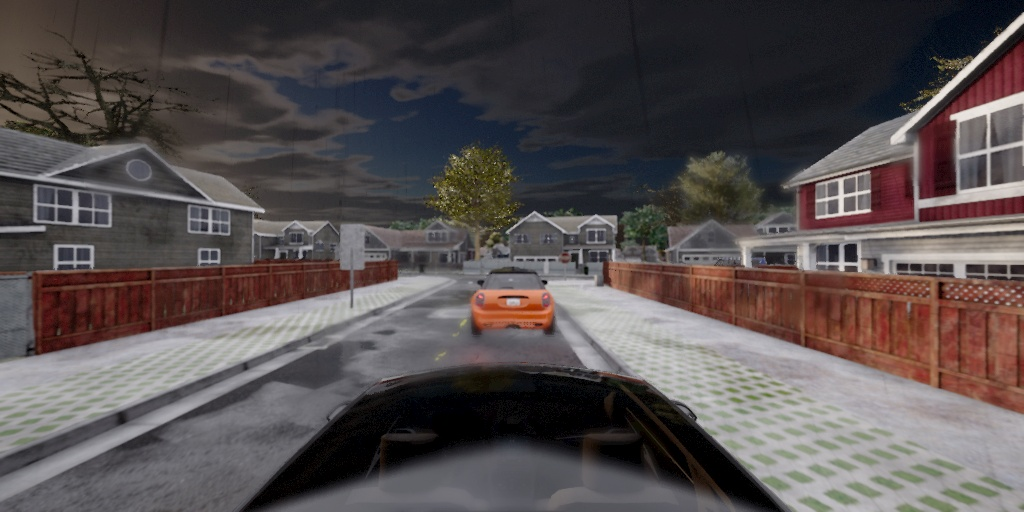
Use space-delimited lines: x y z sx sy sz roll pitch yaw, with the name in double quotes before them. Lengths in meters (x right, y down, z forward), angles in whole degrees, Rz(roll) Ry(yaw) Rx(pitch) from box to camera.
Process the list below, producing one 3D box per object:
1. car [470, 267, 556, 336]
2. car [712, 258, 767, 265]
"car" 0.019 1.119 10.612 2.097 1.767 4.553 0 0 0
"car" 18.142 1.148 29.876 5.566 2.045 2.150 0 0 19
